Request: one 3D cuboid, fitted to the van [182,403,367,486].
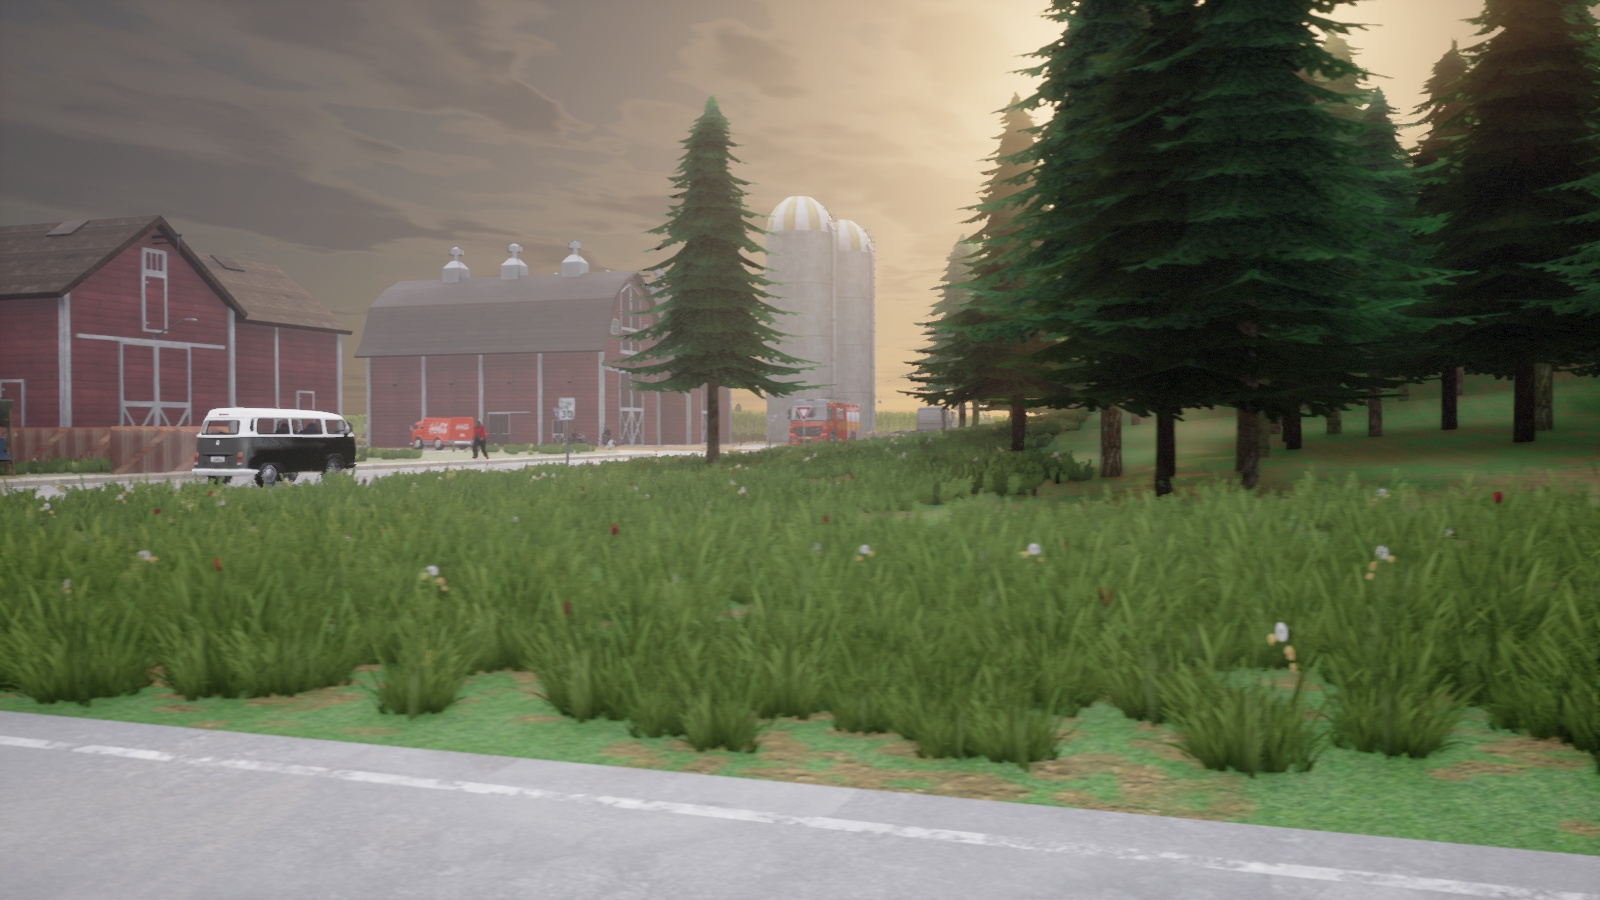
[{"bbox_3d":[-13.783,-0.174,33.243,2.069,2.038,4.480,1,1,19],"label":"van"}]

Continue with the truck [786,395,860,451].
[{"bbox_3d":[1.759,-1.914,90.109,2.891,3.827,8.468,1,1,19],"label":"truck"}]

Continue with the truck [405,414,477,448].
[{"bbox_3d":[-26.967,-1.424,94.312,5.204,2.467,2.627,1,1,38],"label":"truck"}]

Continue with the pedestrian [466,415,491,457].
[{"bbox_3d":[-14.271,-0.604,55.720,0.634,1.844,0.899,1,1,24],"label":"pedestrian"}]
